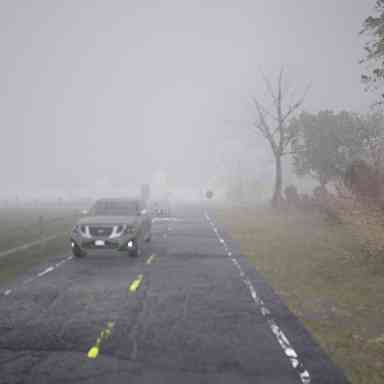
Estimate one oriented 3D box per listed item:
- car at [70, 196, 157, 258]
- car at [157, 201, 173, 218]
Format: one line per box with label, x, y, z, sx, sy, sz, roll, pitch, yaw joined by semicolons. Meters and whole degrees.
car;-2.849;1.214;13.045;2.150;2.045;5.566;0;0;0
car;-2.747;1.462;29.809;1.994;1.385;4.181;0;0;0
